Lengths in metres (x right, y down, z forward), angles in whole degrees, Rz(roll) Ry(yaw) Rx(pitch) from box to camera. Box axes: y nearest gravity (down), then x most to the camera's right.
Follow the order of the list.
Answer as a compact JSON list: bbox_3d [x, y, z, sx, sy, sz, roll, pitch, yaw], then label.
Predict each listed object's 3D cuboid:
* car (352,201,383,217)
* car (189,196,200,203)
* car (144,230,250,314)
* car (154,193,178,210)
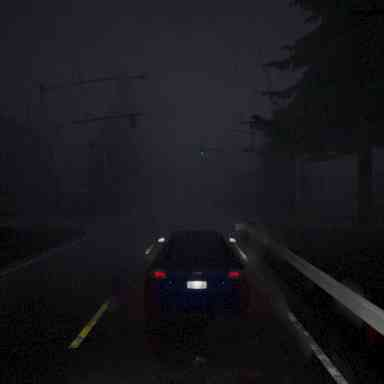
[{"bbox_3d":[15.471,1.490,26.625,4.892,1.490,1.837,0,0,0],"label":"car"},{"bbox_3d":[0.468,1.525,66.283,1.812,1.442,4.674,0,0,0],"label":"car"},{"bbox_3d":[0.114,1.564,7.726,1.994,1.385,4.181,0,0,1],"label":"car"},{"bbox_3d":[-3.293,1.352,42.219,2.097,1.767,4.553,0,0,1],"label":"car"}]
